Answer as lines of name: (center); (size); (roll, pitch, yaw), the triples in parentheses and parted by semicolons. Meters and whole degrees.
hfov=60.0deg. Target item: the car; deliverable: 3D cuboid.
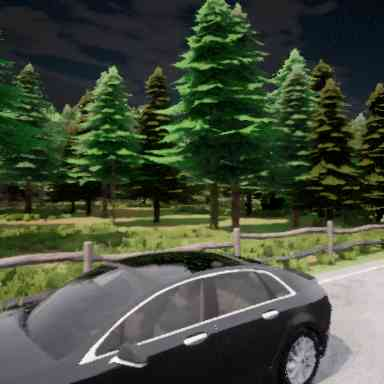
car: (-0.424, 1.504, 3.671); (4.892, 1.490, 1.837); (1, 0, -35)
